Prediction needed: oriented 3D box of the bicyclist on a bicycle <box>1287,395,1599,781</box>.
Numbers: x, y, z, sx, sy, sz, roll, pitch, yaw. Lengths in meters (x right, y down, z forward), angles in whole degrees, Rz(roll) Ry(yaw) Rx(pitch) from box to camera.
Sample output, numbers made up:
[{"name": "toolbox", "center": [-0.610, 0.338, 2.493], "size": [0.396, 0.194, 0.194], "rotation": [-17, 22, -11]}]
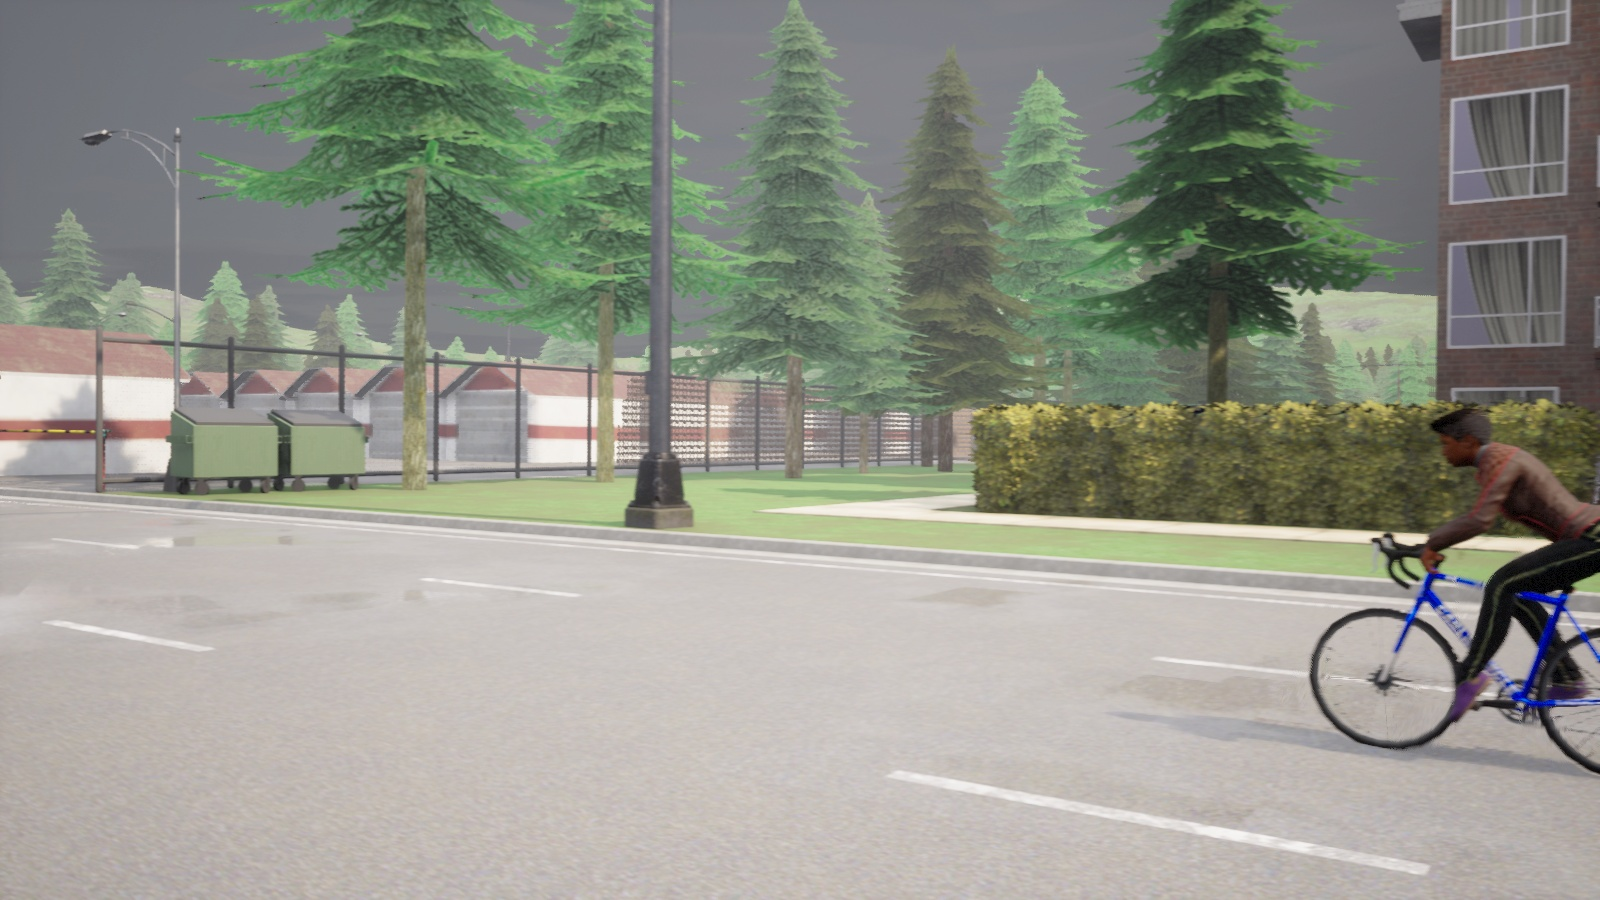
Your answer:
[{"name": "bicyclist on a bicycle", "center": [3.162, 0.577, 5.723], "size": [1.656, 1.620, 0.582], "rotation": [0, 1, 34]}]
